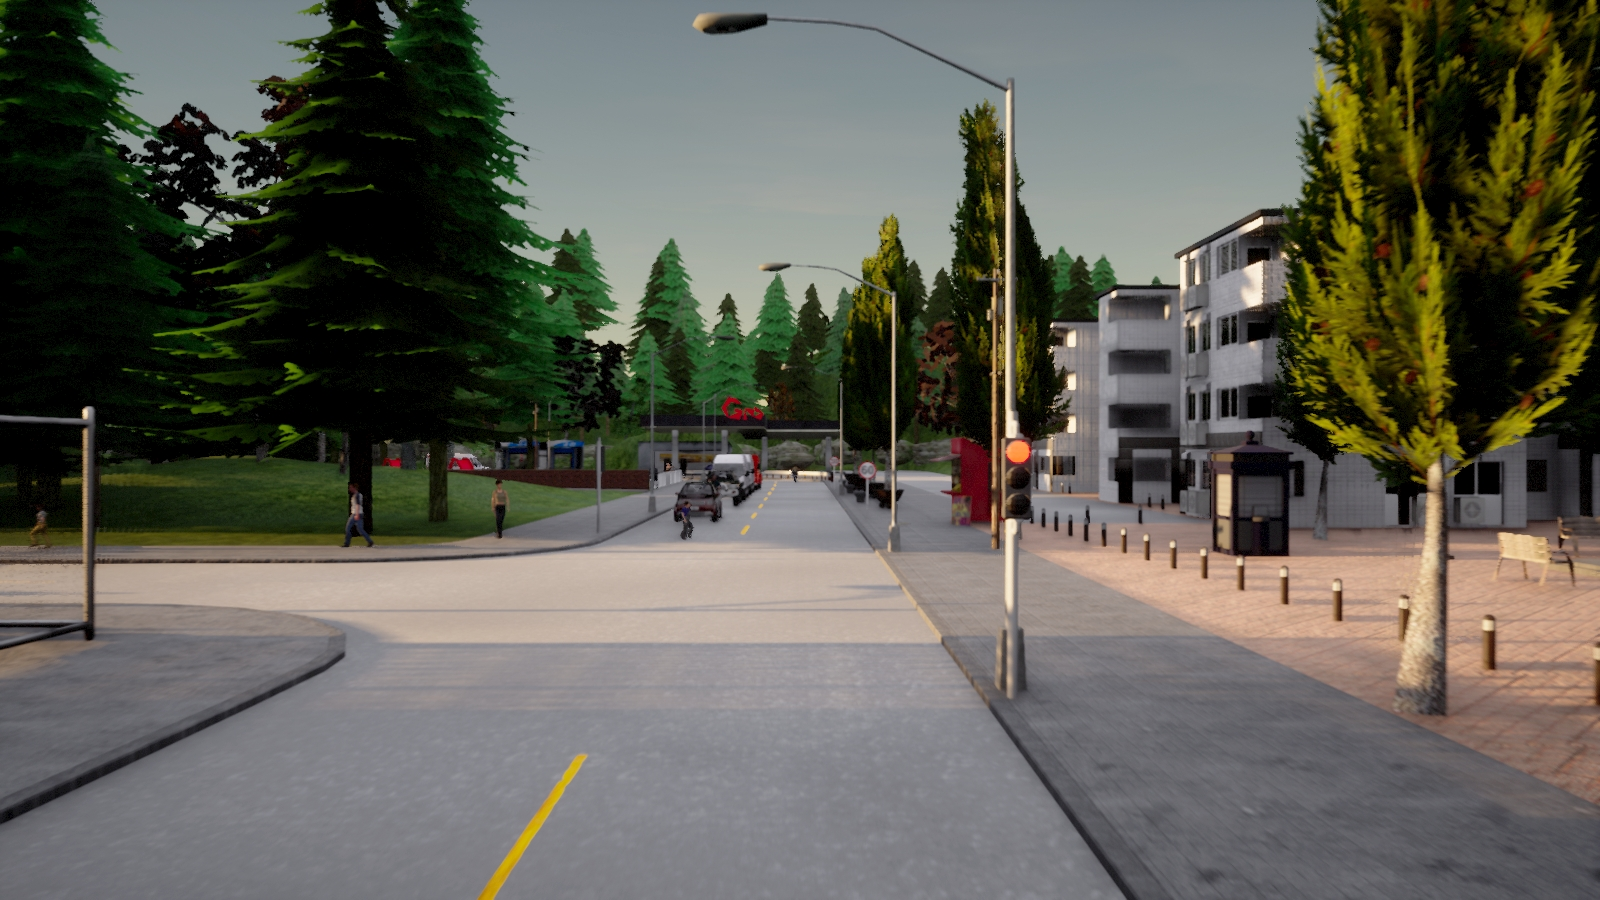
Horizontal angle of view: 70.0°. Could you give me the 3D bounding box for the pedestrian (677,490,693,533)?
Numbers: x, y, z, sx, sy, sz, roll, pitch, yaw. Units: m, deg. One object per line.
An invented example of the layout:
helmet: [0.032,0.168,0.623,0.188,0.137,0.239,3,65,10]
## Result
pedestrian: [-3.557,1.909,35.495,0.375,1.300,0.375,0,0,18]

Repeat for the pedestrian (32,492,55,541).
pedestrian: [-20.594,1.805,31.103,0.375,1.300,0.375,0,0,-6]

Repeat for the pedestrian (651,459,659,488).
pedestrian: [-9.468,1.525,74.647,0.375,1.860,0.375,0,0,15]

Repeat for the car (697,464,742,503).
car: [-4.048,1.644,58.122,1.932,1.855,4.605,0,0,0]

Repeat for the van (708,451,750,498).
van: [-3.993,1.315,65.189,1.988,2.561,5.915,0,0,0]

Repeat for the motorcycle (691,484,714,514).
motorcycle: [-4.019,1.993,47.242,0.803,1.145,2.033,0,0,0]

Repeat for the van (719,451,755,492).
van: [-3.981,1.315,72.883,1.988,2.561,5.915,0,0,0]

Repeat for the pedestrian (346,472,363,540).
pedestrian: [-12.207,1.524,31.324,0.375,1.860,0.375,0,0,-10]

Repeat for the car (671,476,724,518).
car: [-4.001,1.811,45.155,1.789,1.549,3.705,0,-1,0]

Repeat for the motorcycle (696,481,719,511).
motorcycle: [-3.990,1.962,49.289,0.856,1.236,1.805,0,0,0]

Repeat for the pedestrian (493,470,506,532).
pedestrian: [-9.103,1.526,34.615,0.375,1.860,0.375,0,0,-12]
